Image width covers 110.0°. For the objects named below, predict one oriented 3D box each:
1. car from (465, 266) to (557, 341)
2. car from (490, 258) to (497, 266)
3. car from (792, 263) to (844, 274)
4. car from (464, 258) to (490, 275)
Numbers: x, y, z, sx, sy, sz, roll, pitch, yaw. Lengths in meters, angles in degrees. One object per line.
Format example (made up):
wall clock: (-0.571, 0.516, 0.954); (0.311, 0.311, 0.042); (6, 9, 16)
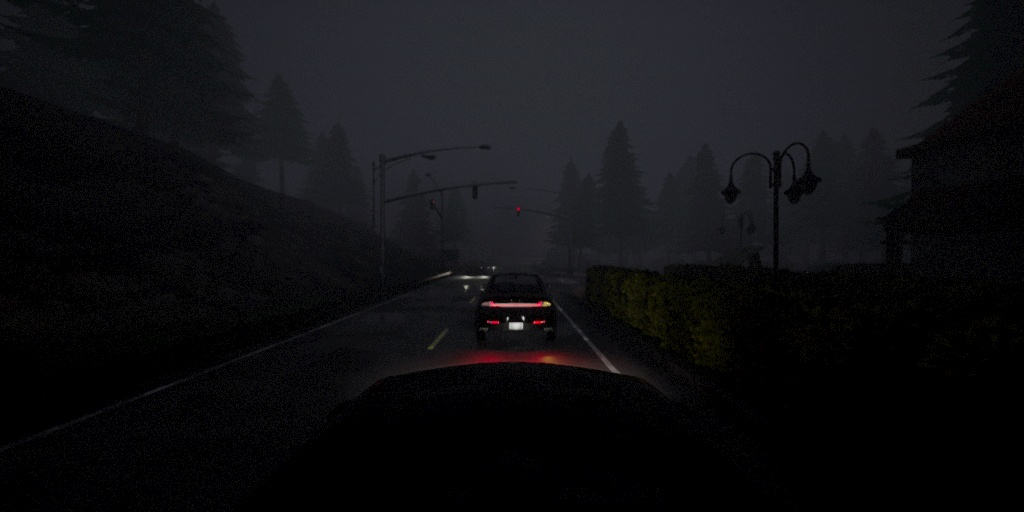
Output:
car: (0.095, 1.205, 9.738); (2.128, 1.511, 4.902); (0, 0, 0)
car: (-3.419, 1.041, 57.749); (2.033, 1.411, 5.357); (0, 0, 1)
car: (25.759, 1.289, 29.462); (4.892, 1.490, 1.837); (0, 0, 1)
car: (-3.526, 1.073, 35.545); (1.882, 1.535, 5.008); (0, 0, 0)
